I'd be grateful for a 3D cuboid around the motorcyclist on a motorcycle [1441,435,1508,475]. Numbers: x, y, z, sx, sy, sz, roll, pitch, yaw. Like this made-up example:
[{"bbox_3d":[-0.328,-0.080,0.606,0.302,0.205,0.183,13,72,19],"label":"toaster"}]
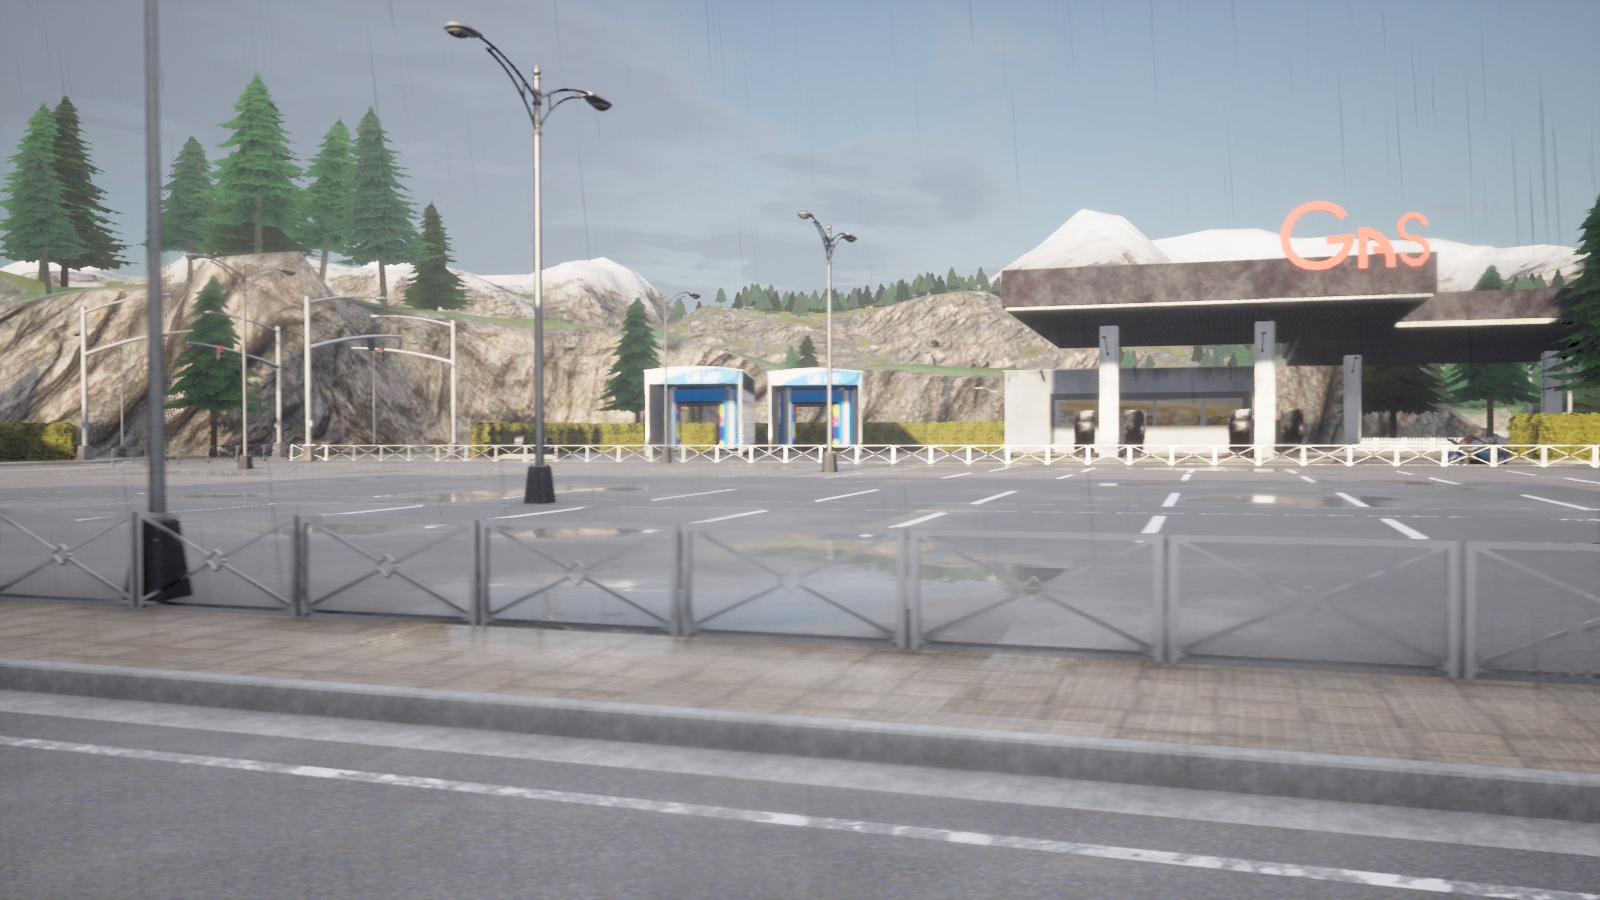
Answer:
[{"bbox_3d":[26.717,0.180,49.780,2.191,1.530,0.866,1,1,19],"label":"motorcyclist on a motorcycle"}]
